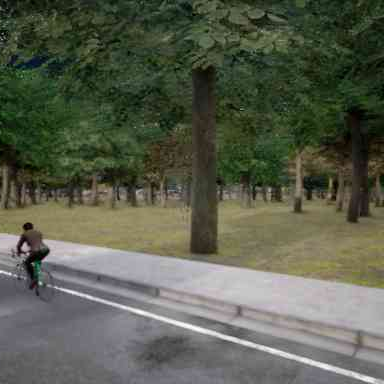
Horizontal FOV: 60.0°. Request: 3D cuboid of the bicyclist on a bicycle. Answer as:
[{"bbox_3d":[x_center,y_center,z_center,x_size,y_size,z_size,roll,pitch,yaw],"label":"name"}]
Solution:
[{"bbox_3d":[-3.467,1.486,7.205,1.656,1.620,0.582,-1,-1,36],"label":"bicyclist on a bicycle"}]
